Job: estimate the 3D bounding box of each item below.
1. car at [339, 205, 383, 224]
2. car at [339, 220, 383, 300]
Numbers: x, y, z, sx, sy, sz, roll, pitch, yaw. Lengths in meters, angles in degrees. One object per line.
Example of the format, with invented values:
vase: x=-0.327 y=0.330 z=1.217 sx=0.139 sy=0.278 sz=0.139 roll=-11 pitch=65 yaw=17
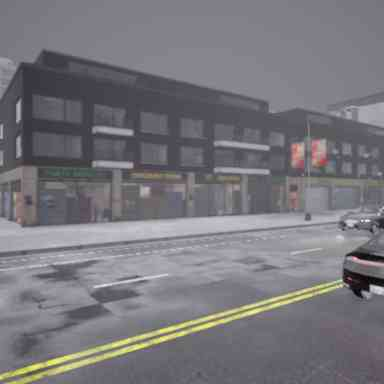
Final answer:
car: x=10.437 y=1.508 z=19.194 sx=4.902 sy=1.511 sz=2.128 roll=0 pitch=0 yaw=-36
car: x=5.213 y=1.495 z=7.193 sx=4.902 sy=1.511 sz=2.128 roll=0 pitch=0 yaw=-36
